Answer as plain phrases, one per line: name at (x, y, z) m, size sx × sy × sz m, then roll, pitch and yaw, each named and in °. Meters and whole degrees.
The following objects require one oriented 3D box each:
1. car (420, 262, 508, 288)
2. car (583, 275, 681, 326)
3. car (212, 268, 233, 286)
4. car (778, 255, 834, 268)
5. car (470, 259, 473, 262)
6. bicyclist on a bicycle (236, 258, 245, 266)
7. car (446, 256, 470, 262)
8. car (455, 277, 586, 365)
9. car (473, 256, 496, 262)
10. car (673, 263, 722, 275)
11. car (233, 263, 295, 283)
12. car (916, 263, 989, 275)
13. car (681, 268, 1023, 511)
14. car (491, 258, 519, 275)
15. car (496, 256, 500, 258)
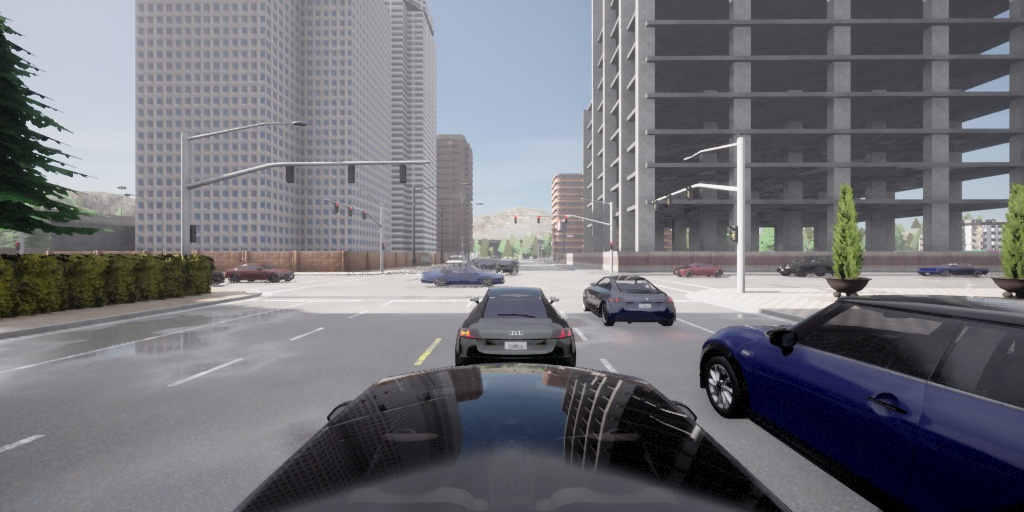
car at (-3.142, 1.297, 23.216) m, size 5.357 × 1.411 × 2.033 m, roll 0°, pitch 0°, yaw 0°
car at (3.576, 1.314, 11.646) m, size 1.994 × 1.385 × 4.181 m, roll 0°, pitch 0°, yaw 0°
car at (-21.556, 1.228, 23.333) m, size 5.008 × 1.535 × 1.882 m, roll 0°, pitch 0°, yaw 0°
car at (28.203, 0.971, 33.715) m, size 5.566 × 2.045 × 2.150 m, roll 0°, pitch 0°, yaw 1°
car at (-7.135, 1.314, 56.484) m, size 1.994 × 1.385 × 4.181 m, roll 0°, pitch 0°, yaw 1°
bicyclist on a bicycle at (-29.393, 1.051, 38.866) m, size 0.582 × 1.620 × 1.656 m, roll 0°, pitch 0°, yaw 0°
car at (-7.273, 0.971, 47.065) m, size 2.150 × 2.045 × 5.566 m, roll 0°, pitch 0°, yaw 1°
car at (0.058, 1.314, 7.385) m, size 1.994 × 1.385 × 4.181 m, roll 0°, pitch 0°, yaw 0°
car at (-3.731, 1.102, 50.025) m, size 2.097 × 1.767 × 4.553 m, roll 0°, pitch 0°, yaw 1°
car at (17.505, 1.314, 33.784) m, size 4.181 × 1.385 × 1.994 m, roll 0°, pitch 0°, yaw 0°
car at (-18.875, 1.276, 26.873) m, size 4.674 × 1.442 × 1.812 m, roll 0°, pitch 0°, yaw 0°
car at (41.189, 1.351, 33.619) m, size 4.718 × 1.301 × 1.895 m, roll 0°, pitch 0°, yaw 1°
car at (3.600, 1.102, 3.043) m, size 2.097 × 1.767 × 4.553 m, roll 0°, pitch 0°, yaw 0°
car at (-0.512, 1.255, 38.965) m, size 1.837 × 1.490 × 4.892 m, roll 2°, pitch 0°, yaw 12°
car at (-3.591, 1.102, 58.770) m, size 2.097 × 1.767 × 4.553 m, roll 0°, pitch 0°, yaw 1°
